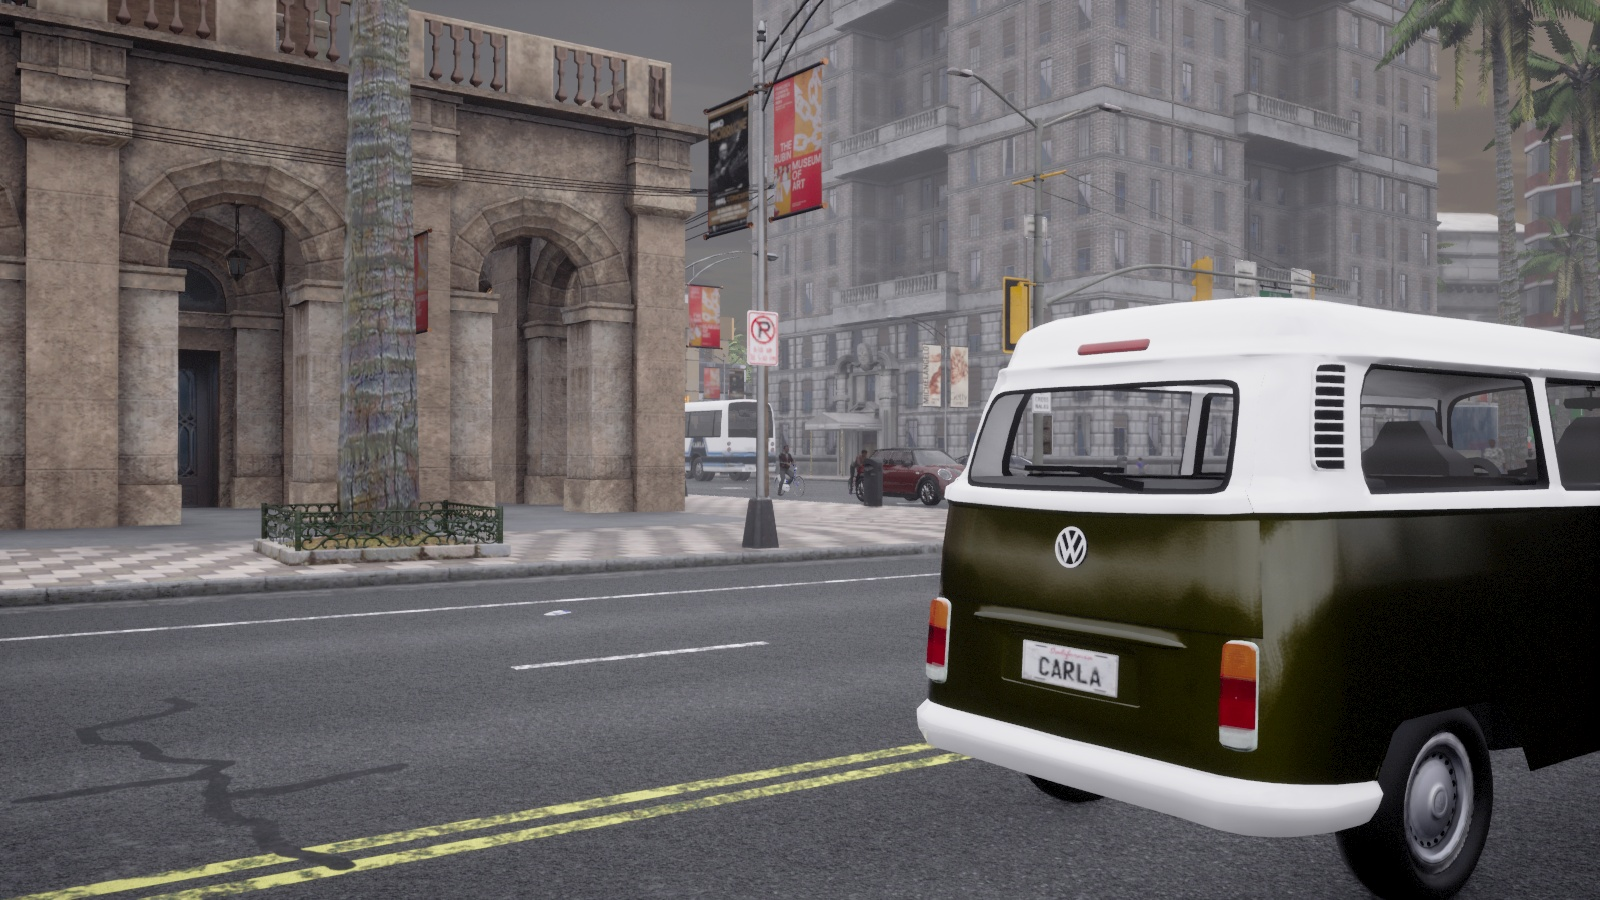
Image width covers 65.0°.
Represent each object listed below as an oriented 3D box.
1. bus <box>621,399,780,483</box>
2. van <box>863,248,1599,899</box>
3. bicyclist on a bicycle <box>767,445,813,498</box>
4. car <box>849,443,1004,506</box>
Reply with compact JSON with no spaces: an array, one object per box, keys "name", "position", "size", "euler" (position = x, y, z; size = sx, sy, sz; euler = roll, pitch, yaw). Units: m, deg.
[{"name":"bus","position":[-5.665,-0.451,68.777],"size":[3.944,4.253,10.273],"euler":[0,0,-36]},{"name":"van","position":[2.684,0.476,5.517],"size":[4.480,2.038,2.069],"euler":[0,0,-35]},{"name":"bicyclist on a bicycle","position":[-0.353,0.721,42.982],"size":[0.659,1.776,1.843],"euler":[0,0,-35]},{"name":"car","position":[3.674,0.687,37.230],"size":[2.097,1.767,4.553],"euler":[0,0,-35]}]
